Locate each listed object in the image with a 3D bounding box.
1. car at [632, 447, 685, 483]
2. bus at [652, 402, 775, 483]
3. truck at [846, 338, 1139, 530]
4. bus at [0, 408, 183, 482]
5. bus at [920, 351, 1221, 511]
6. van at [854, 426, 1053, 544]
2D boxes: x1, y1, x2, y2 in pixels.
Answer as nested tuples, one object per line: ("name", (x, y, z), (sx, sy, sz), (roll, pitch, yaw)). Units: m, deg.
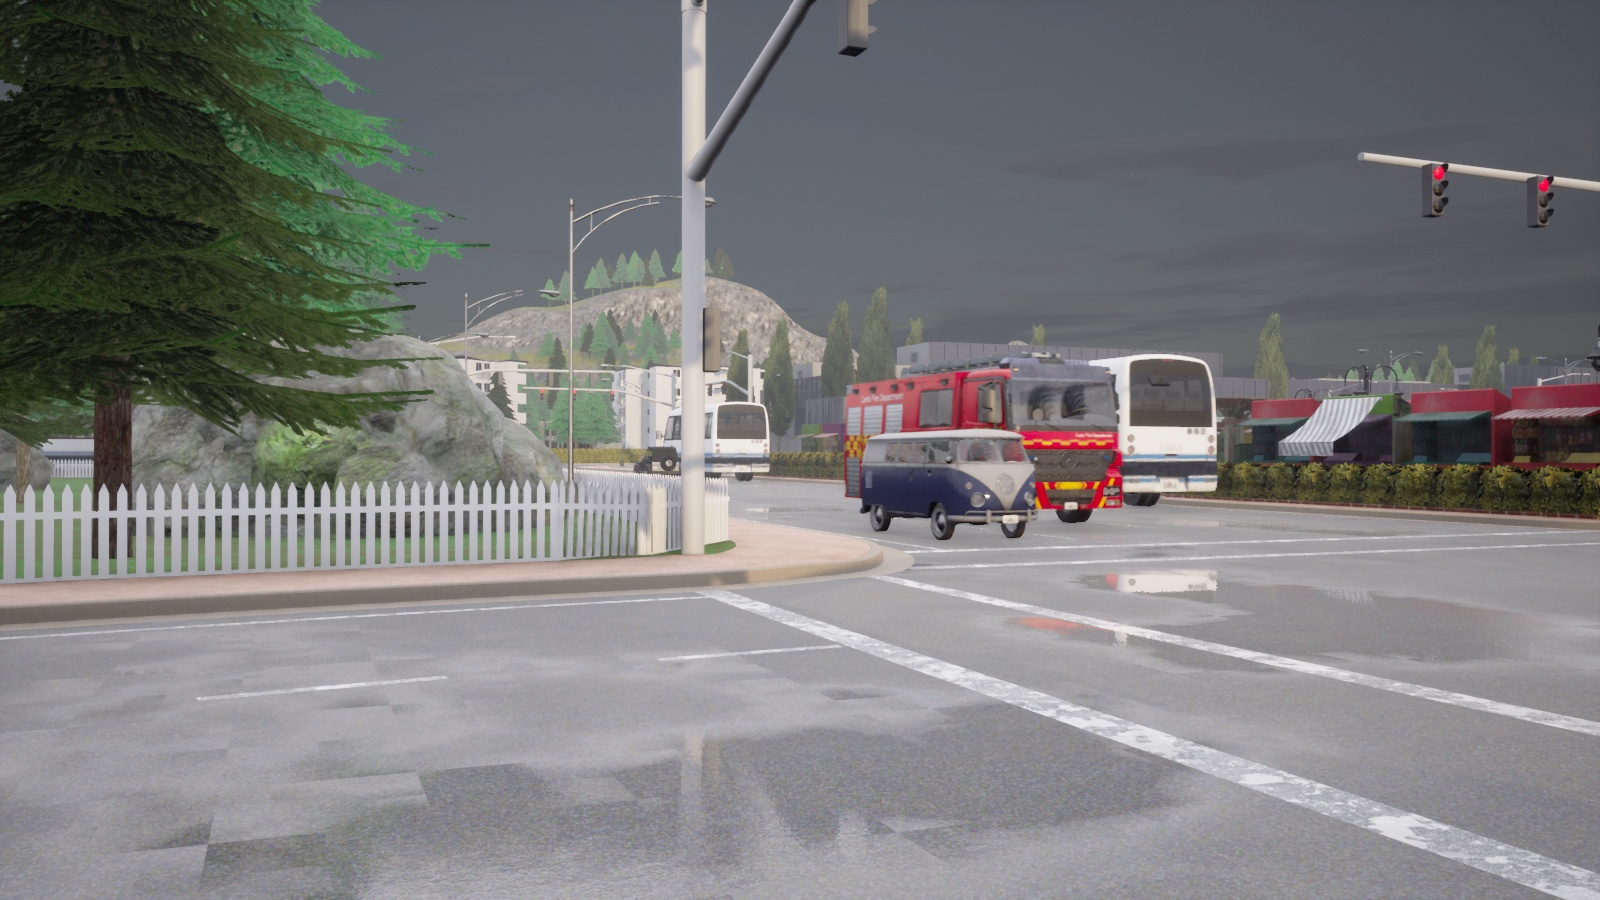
("car", (-7.748, 0.780, 68.369), (1.905, 1.878, 3.866), (0, 0, -22))
("bus", (-5.085, -0.391, 71.120), (3.944, 4.253, 10.273), (0, 0, -22))
("truck", (4.135, -0.300, 29.571), (2.891, 3.827, 8.468), (0, 0, -22))
("bus", (-42.870, -0.301, 75.260), (10.273, 4.253, 3.944), (0, 0, -21))
("bus", (7.903, -0.498, 38.927), (3.944, 4.253, 10.273), (0, 0, -23))
("van", (2.751, 0.607, 23.651), (1.775, 1.987, 4.442), (0, 0, -22))
